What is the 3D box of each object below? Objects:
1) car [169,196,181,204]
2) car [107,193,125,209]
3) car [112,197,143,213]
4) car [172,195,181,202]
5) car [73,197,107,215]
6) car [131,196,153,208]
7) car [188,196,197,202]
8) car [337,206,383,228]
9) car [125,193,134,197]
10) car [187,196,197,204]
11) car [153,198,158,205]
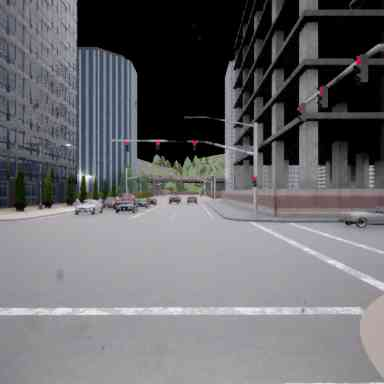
[{"bbox_3d":[-3.448,1.505,64.534,1.837,1.490,4.892,0,0,0],"label":"car"},{"bbox_3d":[-10.564,1.352,43.344,2.097,1.767,4.553,0,0,0],"label":"car"},{"bbox_3d":[-7.069,1.564,36.726,1.994,1.385,4.181,0,0,0],"label":"car"},{"bbox_3d":[-3.440,1.508,73.608,1.812,1.442,4.674,0,0,0],"label":"car"},{"bbox_3d":[-10.570,1.526,34.411,1.812,1.442,4.674,0,0,0],"label":"car"},{"bbox_3d":[-7.061,1.564,46.635,1.994,1.385,4.181,0,0,0],"label":"car"},{"bbox_3d":[0.060,1.579,73.635,1.895,1.301,4.718,0,0,0],"label":"car"},{"bbox_3d":[11.897,1.545,21.197,4.718,1.301,1.895,0,0,0],"label":"car"},{"bbox_3d":[-10.553,1.221,53.759,2.150,2.045,5.566,0,0,0],"label":"car"},{"bbox_3d":[0.052,1.492,64.530,2.128,1.511,4.902,0,0,0],"label":"car"},{"bbox_3d":[-7.037,1.601,56.675,1.895,1.301,4.718,0,0,0],"label":"car"}]
